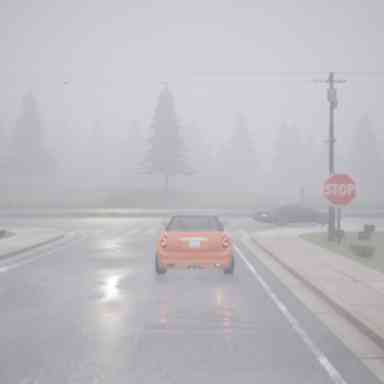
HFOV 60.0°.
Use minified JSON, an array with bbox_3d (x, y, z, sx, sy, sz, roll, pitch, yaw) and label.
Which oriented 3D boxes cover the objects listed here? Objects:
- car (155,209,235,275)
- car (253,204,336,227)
[{"bbox_3d":[0.077,1.341,10.568,2.097,1.767,4.553,0,0,0],"label":"car"},{"bbox_3d":[6.865,1.524,22.416,5.357,1.411,2.033,0,0,-11],"label":"car"}]
